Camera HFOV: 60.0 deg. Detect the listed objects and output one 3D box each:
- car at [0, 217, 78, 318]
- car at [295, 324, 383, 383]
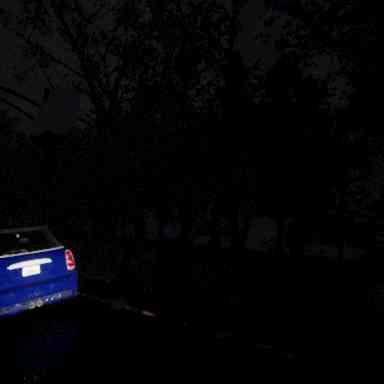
[{"bbox_3d":[-4.446,1.344,6.852,4.553,1.767,2.097,0,0,35],"label":"car"},{"bbox_3d":[2.881,1.602,1.632,4.718,1.301,1.895,0,0,36],"label":"car"}]
